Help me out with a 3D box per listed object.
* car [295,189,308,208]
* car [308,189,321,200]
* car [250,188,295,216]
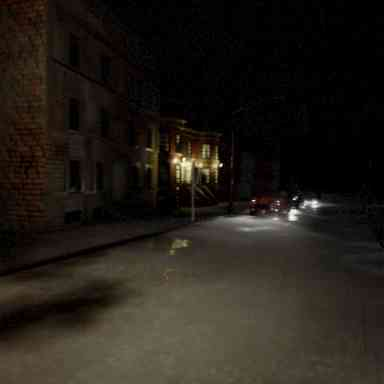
[{"bbox_3d":[8.911,0.476,30.293,2.097,1.767,4.553,2,2,26],"label":"car"},{"bbox_3d":[16.851,0.315,46.386,1.895,1.301,4.718,2,2,27],"label":"car"},{"bbox_3d":[5.644,0.647,23.591,2.097,1.767,4.553,2,2,26],"label":"car"}]
